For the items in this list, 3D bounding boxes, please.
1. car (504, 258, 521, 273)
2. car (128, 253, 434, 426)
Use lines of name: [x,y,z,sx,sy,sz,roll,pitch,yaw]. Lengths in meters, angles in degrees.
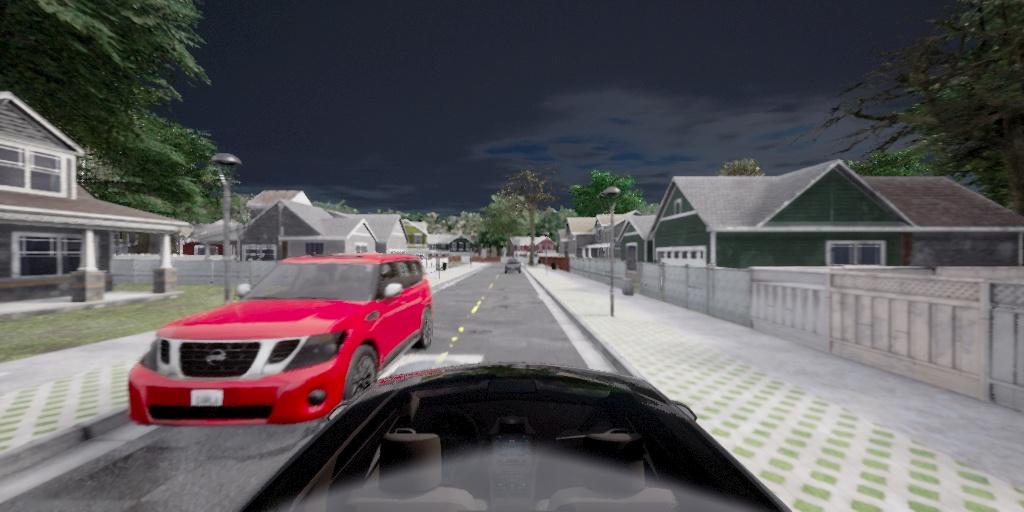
car: [0.098,1.160,42.251,2.128,1.511,4.902,0,0,0]
car: [-2.850,0.964,6.112,2.150,2.045,5.566,0,0,0]
